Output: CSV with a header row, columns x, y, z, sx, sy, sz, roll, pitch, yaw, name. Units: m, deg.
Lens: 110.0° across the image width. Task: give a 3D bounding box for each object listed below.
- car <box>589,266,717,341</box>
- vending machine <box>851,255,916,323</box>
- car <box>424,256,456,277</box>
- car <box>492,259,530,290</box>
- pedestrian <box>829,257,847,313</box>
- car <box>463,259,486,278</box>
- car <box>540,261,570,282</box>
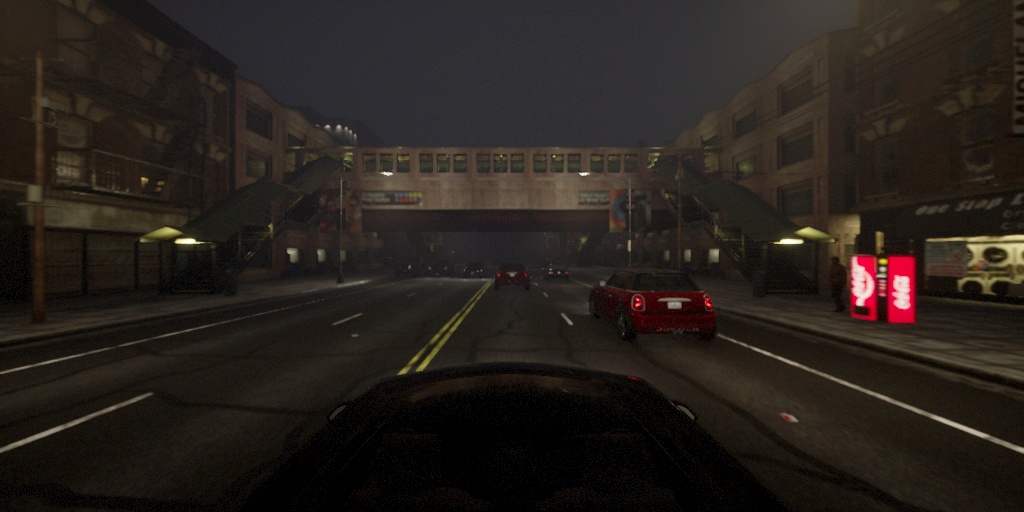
x,y,z,sx,sy,sz,roll,pitch,yaw,name
3.610,1.118,10.079,2.097,1.767,4.553,0,0,0,car
10.891,0.964,10.567,1.100,2.100,0.880,0,0,0,vending machine
-7.046,1.165,36.254,2.097,1.767,4.553,0,0,0,car
0.033,1.160,23.134,2.097,1.767,4.553,0,0,1,car
10.560,0.912,11.623,0.375,1.860,0.375,0,0,0,pedestrian
-3.556,1.319,34.737,1.837,1.490,4.892,0,-1,0,car
3.622,1.351,30.145,2.033,1.411,5.357,0,0,0,car
